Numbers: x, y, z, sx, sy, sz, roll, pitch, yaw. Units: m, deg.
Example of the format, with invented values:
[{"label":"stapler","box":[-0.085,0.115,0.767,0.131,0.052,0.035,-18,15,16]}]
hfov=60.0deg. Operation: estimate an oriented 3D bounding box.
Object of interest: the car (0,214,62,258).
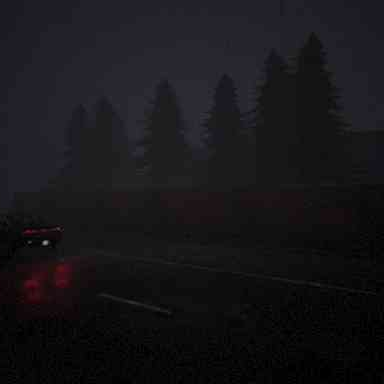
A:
[{"label":"car","box":[-7.210,1.624,13.333,4.902,1.511,2.128,-1,0,36]}]
